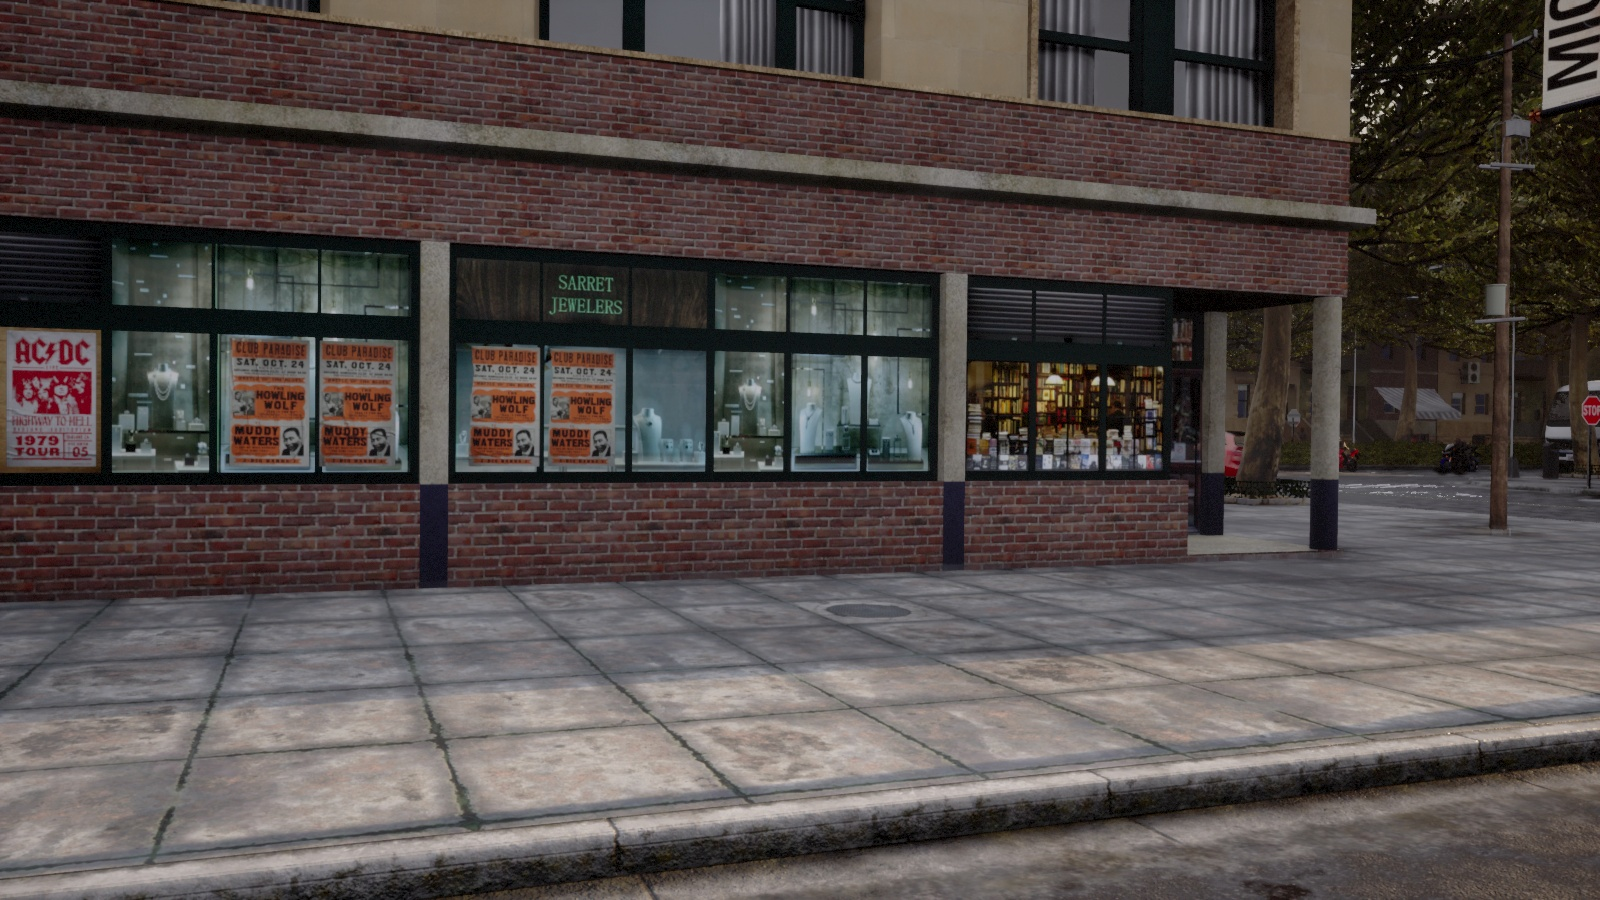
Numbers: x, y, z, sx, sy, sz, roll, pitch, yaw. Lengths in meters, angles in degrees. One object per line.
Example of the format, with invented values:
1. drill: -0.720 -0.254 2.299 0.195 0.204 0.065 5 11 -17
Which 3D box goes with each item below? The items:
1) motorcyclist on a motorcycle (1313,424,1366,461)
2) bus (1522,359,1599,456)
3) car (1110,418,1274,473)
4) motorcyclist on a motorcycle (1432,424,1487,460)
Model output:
1. motorcyclist on a motorcycle: 22.523 -0.316 52.435 2.044 1.523 0.797 -1 1 -22
2. bus: 39.354 -1.961 58.861 10.273 4.253 3.944 -1 1 -21
3. car: 12.660 -0.158 40.795 2.242 1.667 4.611 -1 1 -40
4. motorcyclist on a motorcycle: 28.802 -0.371 54.854 2.191 1.530 0.866 -1 1 -21
